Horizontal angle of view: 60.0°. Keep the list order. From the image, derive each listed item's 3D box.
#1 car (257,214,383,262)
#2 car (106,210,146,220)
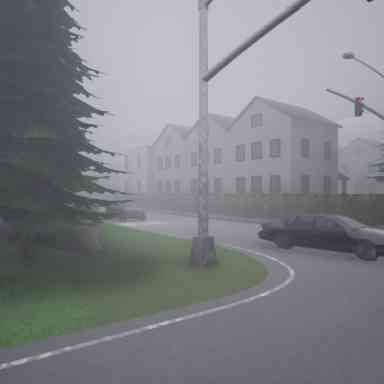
[{"bbox_3d":[5.065,1.535,12.472,2.033,1.411,5.357,0,0,-44],"label":"car"},{"bbox_3d":[-5.384,1.489,26.633,1.837,1.490,4.892,0,0,-35],"label":"car"}]
